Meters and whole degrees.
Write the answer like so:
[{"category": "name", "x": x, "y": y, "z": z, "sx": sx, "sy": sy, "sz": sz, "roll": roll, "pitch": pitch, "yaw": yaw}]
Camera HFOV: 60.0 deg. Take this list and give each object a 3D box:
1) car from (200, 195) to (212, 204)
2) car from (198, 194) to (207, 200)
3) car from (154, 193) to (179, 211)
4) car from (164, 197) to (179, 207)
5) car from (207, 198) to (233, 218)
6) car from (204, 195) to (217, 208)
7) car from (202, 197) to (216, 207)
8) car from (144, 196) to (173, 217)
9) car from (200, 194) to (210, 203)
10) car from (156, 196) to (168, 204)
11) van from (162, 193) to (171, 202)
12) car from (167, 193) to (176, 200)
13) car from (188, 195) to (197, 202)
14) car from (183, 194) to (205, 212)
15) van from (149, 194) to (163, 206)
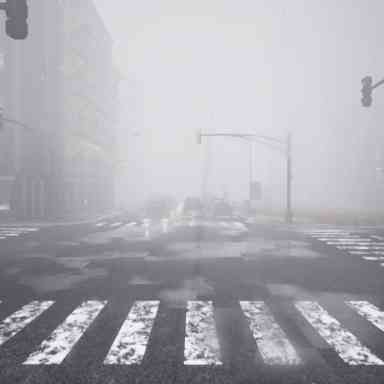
[{"category": "car", "x": 2.660, "y": 1.363, "z": 63.883, "sx": 1.967, "sy": 1.590, "sz": 4.097, "roll": -1, "pitch": 0, "yaw": 0}, {"category": "car", "x": 2.702, "y": 1.310, "z": 86.467, "sx": 1.967, "sy": 1.590, "sz": 4.097, "roll": -1, "pitch": 0, "yaw": 0}, {"category": "car", "x": -3.080, "y": 1.313, "z": 40.552, "sx": 2.097, "sy": 1.767, "sz": 4.553, "roll": 0, "pitch": 0, "yaw": 0}, {"category": "car", "x": -3.066, "y": 1.511, "z": 50.517, "sx": 1.994, "sy": 1.385, "sz": 4.181, "roll": 0, "pitch": 0, "yaw": 0}, {"category": "car", "x": 2.654, "y": 1.520, "z": 30.009, "sx": 1.887, "sy": 1.381, "sz": 4.507, "roll": -1, "pitch": 0, "yaw": 0}, {"category": "car", "x": 2.654, "y": 1.408, "z": 35.654, "sx": 1.967, "sy": 1.590, "sz": 4.097, "roll": -1, "pitch": 0, "yaw": 0}, {"category": "car", "x": 2.659, "y": 1.488, "z": 52.592, "sx": 1.887, "sy": 1.381, "sz": 4.507, "roll": -1, "pitch": 0, "yaw": 0}, {"category": "car", "x": -3.088, "y": 1.452, "z": 31.238, "sx": 1.882, "sy": 1.535, "sz": 5.008, "roll": 0, "pitch": 0, "yaw": 0}, {"category": "car", "x": 2.668, "y": 1.351, "z": 69.529, "sx": 1.967, "sy": 1.590, "sz": 4.097, "roll": -1, "pitch": 0, "yaw": 0}, {"category": "car", "x": -5.686, "y": 1.467, "z": 63.852, "sx": 1.887, "sy": 1.381, "sz": 4.507, "roll": -1, "pitch": 0, "yaw": 0}, {"category": "van", "x": -5.686, "y": 1.239, "z": 75.146, "sx": 1.690, "sy": 1.788, "sz": 3.998, "roll": -1, "pitch": 0, "yaw": 0}, {"category": "car", "x": -5.682, "y": 1.169, "z": 92.085, "sx": 2.192, "sy": 1.841, "sz": 5.009, "roll": -1, "pitch": 0, "yaw": 0}, {"category": "car", "x": 0.036, "y": 1.408, "z": 71.114, "sx": 1.837, "sy": 1.490, "sz": 4.892, "roll": 0, "pitch": 0, "yaw": 0}, {"category": "car", "x": 0.105, "y": 1.317, "z": 38.120, "sx": 2.097, "sy": 1.767, "sz": 4.553, "roll": 0, "pitch": 0, "yaw": 0}, {"category": "van", "x": -5.691, "y": 1.284, "z": 52.561, "sx": 1.690, "sy": 1.788, "sz": 3.998, "roll": -1, "pitch": 0, "yaw": 0}]
